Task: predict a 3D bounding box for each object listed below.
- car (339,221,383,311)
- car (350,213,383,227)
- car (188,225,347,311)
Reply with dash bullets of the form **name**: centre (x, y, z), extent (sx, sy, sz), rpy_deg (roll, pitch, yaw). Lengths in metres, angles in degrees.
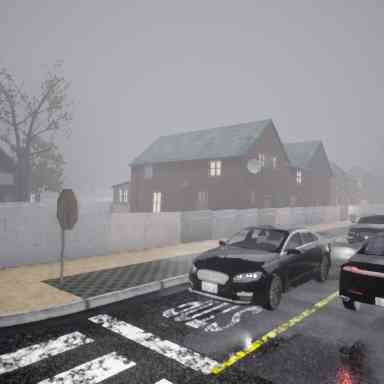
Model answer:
- **car**: centre (4.738, 1.626, 7.190), extent (2.128, 1.511, 4.902), rpy_deg (0, -1, 42)
- **car**: centre (9.320, 1.836, 16.651), extent (1.837, 1.490, 4.892), rpy_deg (0, -1, 42)
- **car**: centre (1.914, 1.602, 8.234), extent (2.128, 1.511, 4.902), rpy_deg (0, -1, 40)
